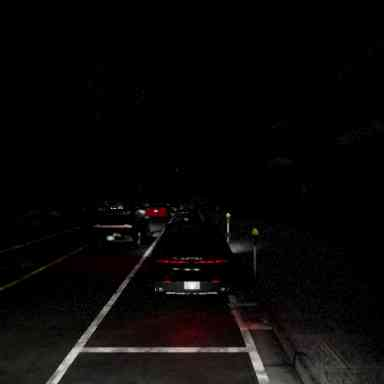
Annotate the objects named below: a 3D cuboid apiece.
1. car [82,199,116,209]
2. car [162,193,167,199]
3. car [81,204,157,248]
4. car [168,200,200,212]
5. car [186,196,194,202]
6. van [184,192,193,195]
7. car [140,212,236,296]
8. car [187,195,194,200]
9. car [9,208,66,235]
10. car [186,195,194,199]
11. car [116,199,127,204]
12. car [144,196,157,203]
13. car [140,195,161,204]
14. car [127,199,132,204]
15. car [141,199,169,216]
[{"bbox_3d":[-8.408,1.440,29.575,1.967,1.590,4.097,0,0,0],"label":"car"},{"bbox_3d":[-8.408,1.519,90.251,1.752,1.417,4.829,0,0,0],"label":"car"},{"bbox_3d":[-3.016,1.493,14.784,2.128,1.511,4.902,0,0,0],"label":"car"},{"bbox_3d":[-0.383,1.551,24.063,2.008,1.369,4.403,0,0,0],"label":"car"},{"bbox_3d":[-0.383,1.579,79.064,1.802,1.307,4.206,0,0,0],"label":"car"},{"bbox_3d":[-0.383,1.339,67.702,1.690,1.788,3.998,0,0,0],"label":"van"},{"bbox_3d":[0.000,1.504,8.650,1.837,1.490,4.892,0,0,0],"label":"car"},{"bbox_3d":[-0.383,1.575,90.427,1.802,1.307,4.206,0,0,0],"label":"car"},{"bbox_3d":[-8.408,1.582,18.538,1.802,1.307,4.206,0,0,0],"label":"car"},{"bbox_3d":[-0.383,1.440,35.101,1.967,1.590,4.097,0,0,0],"label":"car"},{"bbox_3d":[-8.408,1.525,34.923,1.752,1.417,4.829,0,0,0],"label":"car"},{"bbox_3d":[-8.408,1.549,67.693,2.008,1.369,4.403,0,0,0],"label":"car"},{"bbox_3d":[-5.774,1.493,43.935,2.128,1.511,4.902,0,0,0],"label":"car"},{"bbox_3d":[-8.408,1.551,40.611,2.008,1.369,4.403,0,0,0],"label":"car"},{"bbox_3d":[-3.015,1.564,29.797,1.994,1.385,4.181,0,0,0],"label":"car"}]
